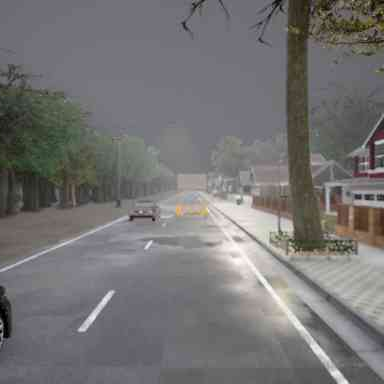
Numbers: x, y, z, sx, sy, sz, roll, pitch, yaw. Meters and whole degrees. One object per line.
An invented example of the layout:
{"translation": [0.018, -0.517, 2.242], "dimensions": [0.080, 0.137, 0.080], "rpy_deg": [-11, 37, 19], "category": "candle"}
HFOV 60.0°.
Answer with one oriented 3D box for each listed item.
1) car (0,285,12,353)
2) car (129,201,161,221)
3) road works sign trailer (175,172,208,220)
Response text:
{"translation": [-3.398, 1.467, 2.656], "dimensions": [2.128, 1.511, 4.902], "rpy_deg": [0, 1, 0], "category": "car"}
{"translation": [-3.399, 1.345, 24.644], "dimensions": [2.033, 1.411, 5.357], "rpy_deg": [0, 0, 0], "category": "car"}
{"translation": [0.002, 0.257, 25.315], "dimensions": [2.380, 3.560, 2.880], "rpy_deg": [0, 0, 0], "category": "road works sign trailer"}
